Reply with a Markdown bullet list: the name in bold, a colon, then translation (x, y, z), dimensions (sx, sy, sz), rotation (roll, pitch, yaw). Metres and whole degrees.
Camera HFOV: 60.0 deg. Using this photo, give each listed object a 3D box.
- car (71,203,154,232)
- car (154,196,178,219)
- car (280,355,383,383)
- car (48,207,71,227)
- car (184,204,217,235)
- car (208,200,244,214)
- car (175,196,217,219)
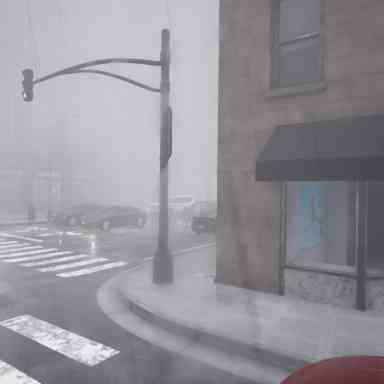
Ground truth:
- **car**: translation (-4.979, 1.616, 21.541), dimensions (1.837, 1.490, 4.892), rotation (1, 0, 35)
- **car**: translation (-1.770, 1.372, 31.648), dimensions (2.150, 2.045, 5.566), rotation (1, 0, 35)
- **car**: translation (2.417, 1.545, 1.229), dimensions (4.507, 1.381, 1.887), rotation (0, 1, 35)
- **car**: translation (-7.630, 1.569, 23.420), dimensions (1.837, 1.490, 4.892), rotation (1, 0, 35)
- **car**: translation (1.943, 1.707, 19.710), dimensions (1.882, 1.535, 5.008), rotation (1, 0, 35)
- **car**: translation (4.201, 1.732, 40.007), dimensions (2.128, 1.511, 4.902), rotation (1, 0, 36)
- **car**: translation (0.924, 1.550, 29.822), dimensions (2.097, 1.767, 4.553), rotation (1, 0, 36)
